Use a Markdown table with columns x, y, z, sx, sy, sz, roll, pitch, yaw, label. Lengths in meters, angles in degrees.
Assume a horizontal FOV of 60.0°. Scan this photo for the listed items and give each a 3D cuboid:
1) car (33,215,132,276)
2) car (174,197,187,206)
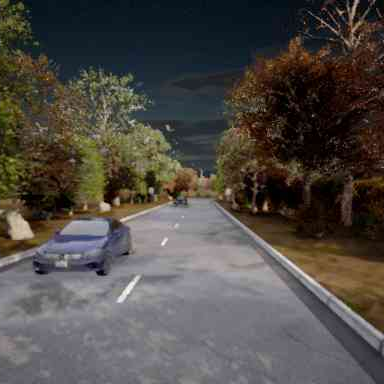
| x | y | z | sx | sy | sz | roll | pitch | yaw | label |
| --- | --- | --- | --- | --- | --- | --- | --- | --- | --- |
| -3.094 | 1.492 | 10.381 | 1.812 | 1.442 | 4.674 | 1 | 0 | 2 | car |
| -1.776 | 1.487 | 53.620 | 1.994 | 1.385 | 4.181 | 1 | 0 | 2 | car |
